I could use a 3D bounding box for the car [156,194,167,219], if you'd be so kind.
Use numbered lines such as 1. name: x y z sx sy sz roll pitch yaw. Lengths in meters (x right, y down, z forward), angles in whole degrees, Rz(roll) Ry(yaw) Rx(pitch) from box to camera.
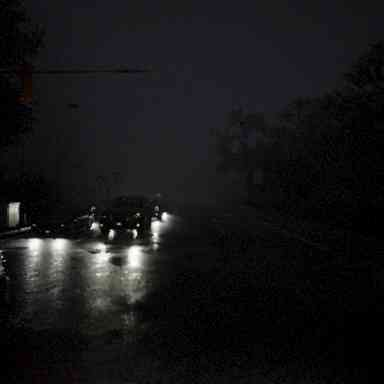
1. car: -3.624 1.343 28.577 2.097 1.767 4.553 0 0 0

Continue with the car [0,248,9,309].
1. car: -5.623 1.233 4.576 5.566 2.045 2.150 0 0 -3

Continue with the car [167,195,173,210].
1. car: -3.729 1.449 38.766 2.128 1.511 4.902 0 0 -1

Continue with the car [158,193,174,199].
1. car: -7.059 1.126 88.735 1.837 1.490 4.892 0 0 -18

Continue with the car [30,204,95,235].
1. car: -7.101 1.548 18.986 2.033 1.411 5.357 0 0 0

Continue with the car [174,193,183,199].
1. car: -3.791 1.122 90.001 1.837 1.490 4.892 0 0 -18

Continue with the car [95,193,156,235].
1. car: -3.619 1.223 19.165 2.150 2.045 5.566 0 0 0

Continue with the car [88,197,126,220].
1. car: -7.123 1.344 28.420 2.097 1.767 4.553 0 0 0

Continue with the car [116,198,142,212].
1. car: -7.211 1.450 38.533 2.128 1.511 4.902 0 0 -1
